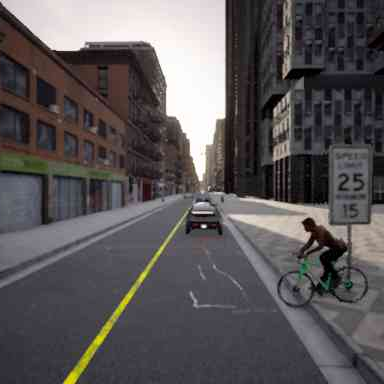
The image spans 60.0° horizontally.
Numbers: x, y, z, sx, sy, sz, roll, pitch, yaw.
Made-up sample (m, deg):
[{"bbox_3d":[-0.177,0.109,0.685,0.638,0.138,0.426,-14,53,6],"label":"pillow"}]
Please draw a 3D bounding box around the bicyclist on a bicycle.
[{"bbox_3d":[2.348,1.280,6.077,1.656,1.620,0.582,-5,0,2],"label":"bicyclist on a bicycle"}]

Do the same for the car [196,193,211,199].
[{"bbox_3d":[1.557,0.931,45.437,2.097,1.767,4.553,0,1,2],"label":"car"}]

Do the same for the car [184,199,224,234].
[{"bbox_3d":[0.652,1.337,18.051,1.837,1.490,4.892,0,1,2],"label":"car"}]

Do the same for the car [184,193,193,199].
[{"bbox_3d":[-0.703,0.865,71.016,1.994,1.385,4.181,0,1,2],"label":"car"}]
